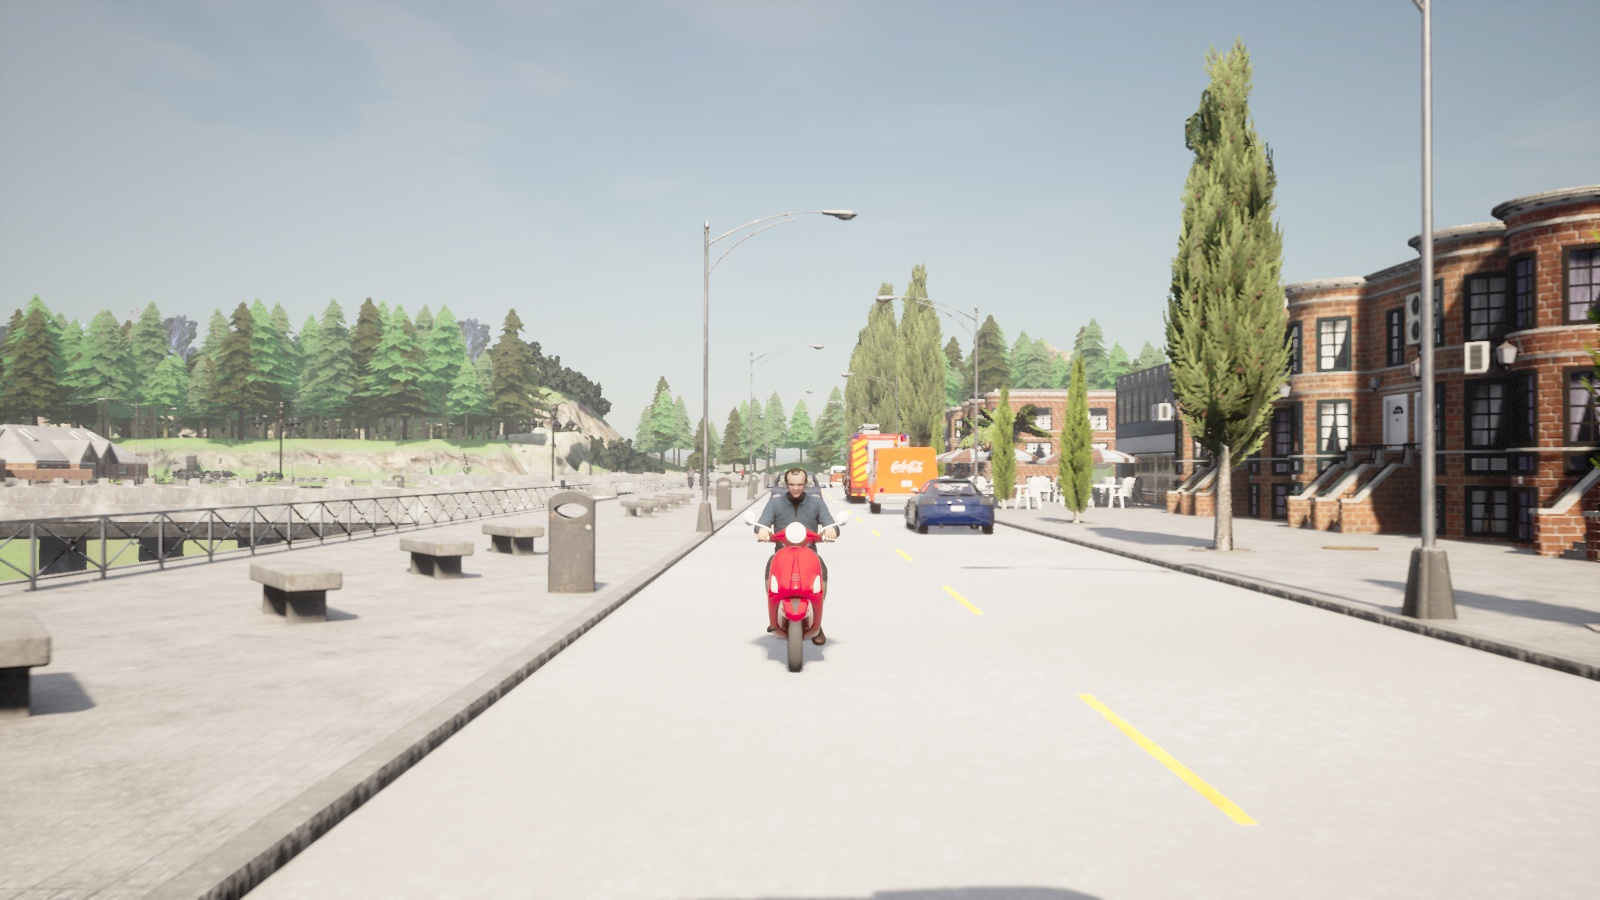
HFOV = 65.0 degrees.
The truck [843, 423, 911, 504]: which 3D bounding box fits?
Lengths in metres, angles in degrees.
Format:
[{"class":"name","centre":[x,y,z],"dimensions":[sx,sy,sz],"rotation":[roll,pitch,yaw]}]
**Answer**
[{"class":"truck","centre":[3.829,0.707,64.079],"dimensions":[2.891,3.827,8.468],"rotation":[0,-1,0]}]

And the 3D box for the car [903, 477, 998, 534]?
[{"class":"car","centre":[3.914,1.419,33.220],"dimensions":[1.994,1.385,4.181],"rotation":[0,-1,0]}]

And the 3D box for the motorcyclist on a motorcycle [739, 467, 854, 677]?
[{"class":"motorcyclist on a motorcycle","centre":[-0.027,0.943,10.465],"dimensions":[0.866,1.590,1.817],"rotation":[0,-1,0]}]

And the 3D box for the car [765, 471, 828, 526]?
[{"class":"car","centre":[-0.098,1.427,37.852],"dimensions":[1.789,1.549,3.705],"rotation":[0,-1,0]}]

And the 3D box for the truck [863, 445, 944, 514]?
[{"class":"truck","centre":[3.873,1.118,48.100],"dimensions":[2.627,2.467,5.204],"rotation":[0,-1,0]}]
